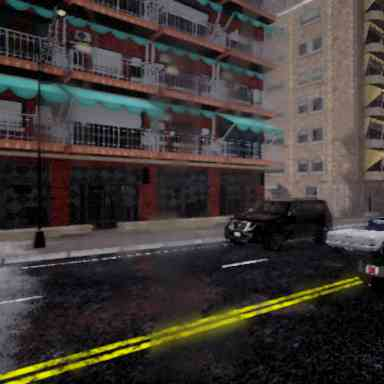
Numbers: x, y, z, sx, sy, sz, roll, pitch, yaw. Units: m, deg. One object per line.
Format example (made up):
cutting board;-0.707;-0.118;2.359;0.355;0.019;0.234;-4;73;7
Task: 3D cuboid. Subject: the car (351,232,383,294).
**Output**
car;5.934;1.673;7.764;4.718;1.301;1.895;1;0;-36

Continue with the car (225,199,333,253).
car;3.996;1.322;14.658;5.566;2.045;2.150;1;0;-37

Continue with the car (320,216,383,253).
car;7.322;1.709;13.079;4.718;1.301;1.895;1;0;-37
